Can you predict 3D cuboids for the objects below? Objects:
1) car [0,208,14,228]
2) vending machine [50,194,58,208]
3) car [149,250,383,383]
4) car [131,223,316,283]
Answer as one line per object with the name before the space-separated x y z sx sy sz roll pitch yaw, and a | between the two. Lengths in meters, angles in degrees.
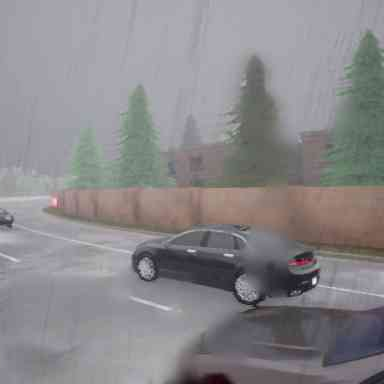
car | -13.378 1.699 22.213 1.895 1.301 4.718 0 0 -39
vending machine | -21.925 1.435 52.991 1.100 2.100 0.880 0 0 -17
car | 2.377 1.562 2.334 5.357 1.411 2.033 0 0 36
car | 0.565 1.546 8.194 4.892 1.490 1.837 0 0 38
